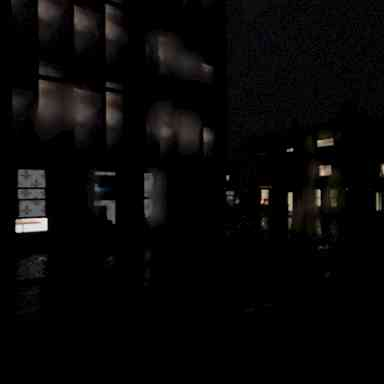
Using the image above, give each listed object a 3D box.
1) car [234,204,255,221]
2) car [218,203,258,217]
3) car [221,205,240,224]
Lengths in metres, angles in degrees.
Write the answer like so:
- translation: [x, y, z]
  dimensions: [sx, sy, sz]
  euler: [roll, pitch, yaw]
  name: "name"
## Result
- translation: [3.366, 2.001, 30.770]
  dimensions: [1.994, 1.385, 4.181]
  euler: [0, -1, -37]
  name: "car"
- translation: [5.250, 2.027, 38.127]
  dimensions: [2.008, 1.369, 4.403]
  euler: [-2, 0, -37]
  name: "car"
- translation: [1.630, 2.007, 28.531]
  dimensions: [1.947, 1.339, 4.313]
  euler: [-1, 0, -37]
  name: "car"
